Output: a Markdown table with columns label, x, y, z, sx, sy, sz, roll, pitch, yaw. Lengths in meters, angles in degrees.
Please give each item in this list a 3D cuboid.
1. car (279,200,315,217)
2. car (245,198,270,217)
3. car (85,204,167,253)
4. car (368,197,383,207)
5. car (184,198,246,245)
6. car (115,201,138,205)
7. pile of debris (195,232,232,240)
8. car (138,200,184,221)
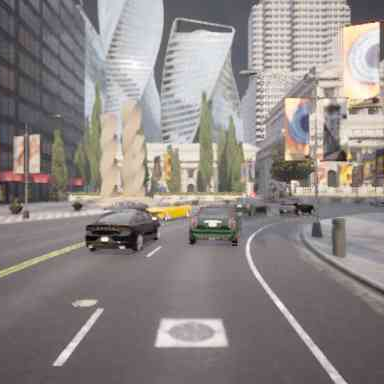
| label | x | y | z | sx | sy | sz | roll | pitch | yaw |
| --- | --- | --- | --- | --- | --- | --- | --- | --- | --- |
| car | 10.081 | 1.496 | 31.671 | 2.128 | 1.511 | 4.902 | 0 | 0 | 43 |
| car | 5.716 | 1.357 | 31.959 | 2.097 | 1.767 | 4.553 | 0 | 0 | 39 |
| car | -2.653 | 1.480 | 13.945 | 1.882 | 1.535 | 5.008 | 0 | 0 | 8 |
| car | 30.181 | 1.515 | 52.185 | 4.892 | 1.490 | 1.837 | 0 | 0 | -5 |
| car | 1.276 | 1.349 | 15.748 | 2.097 | 1.767 | 4.553 | 1 | 0 | 12 |
| car | -5.468 | 1.495 | 27.925 | 2.128 | 1.511 | 4.902 | 0 | 0 | 28 |
| pile of debris | 1.122 | 2.178 | 16.519 | 1.500 | 0.140 | 1.860 | 0 | 0 | 15 |
| car | -1.906 | 1.482 | 27.334 | 1.882 | 1.535 | 5.008 | 0 | 0 | 30 |
